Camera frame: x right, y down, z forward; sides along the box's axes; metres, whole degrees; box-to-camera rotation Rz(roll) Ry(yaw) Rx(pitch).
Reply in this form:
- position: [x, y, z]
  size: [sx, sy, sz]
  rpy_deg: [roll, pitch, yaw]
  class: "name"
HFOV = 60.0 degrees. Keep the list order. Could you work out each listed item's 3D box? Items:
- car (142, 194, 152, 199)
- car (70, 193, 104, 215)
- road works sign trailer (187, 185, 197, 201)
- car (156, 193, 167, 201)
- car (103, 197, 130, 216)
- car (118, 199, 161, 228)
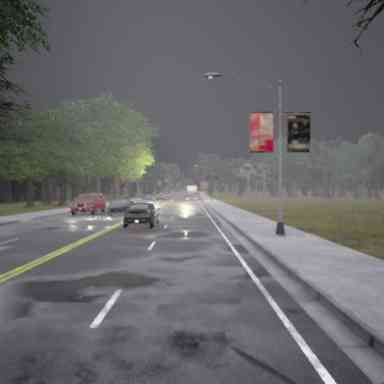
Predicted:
- position: [-9.785, 1.192, 72.773]
  size: [1.812, 1.442, 4.674]
  rpy_deg: [0, 0, 0]
  class: "car"
- position: [-9.931, 1.128, 32.267]
  size: [2.150, 2.045, 5.566]
  rpy_deg: [0, 0, 0]
  class: "car"
- position: [-0.004, 0.254, 78.322]
  size: [2.380, 3.560, 2.880]
  rpy_deg: [0, 0, 0]
  class: "road works sign trailer"
- position: [-6.537, 1.059, 72.368]
  size: [2.097, 1.767, 4.553]
  rpy_deg: [0, 0, 0]
  class: "car"
- position: [-6.680, 1.386, 31.727]
  size: [1.882, 1.535, 5.008]
  rpy_deg: [0, 0, 0]
  class: "car"
- position: [-3.202, 1.440, 21.622]
  size: [1.837, 1.490, 4.892]
  rpy_deg: [0, 0, 0]
  class: "car"
